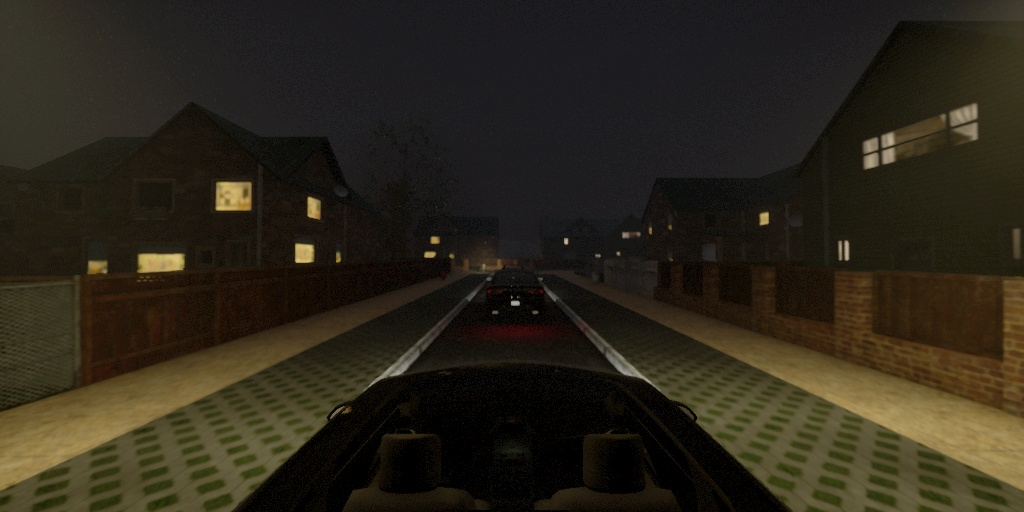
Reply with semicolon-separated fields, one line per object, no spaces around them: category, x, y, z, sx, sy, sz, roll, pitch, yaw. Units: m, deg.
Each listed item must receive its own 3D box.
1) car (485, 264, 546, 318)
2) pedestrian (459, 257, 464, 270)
car;0.101;1.195;12.798;1.882;1.535;5.008;0;0;0
pedestrian;-6.718;0.970;47.459;0.375;1.860;0.375;0;-1;1
